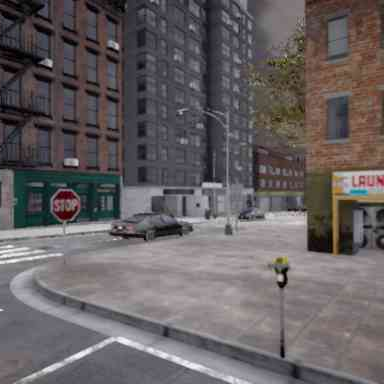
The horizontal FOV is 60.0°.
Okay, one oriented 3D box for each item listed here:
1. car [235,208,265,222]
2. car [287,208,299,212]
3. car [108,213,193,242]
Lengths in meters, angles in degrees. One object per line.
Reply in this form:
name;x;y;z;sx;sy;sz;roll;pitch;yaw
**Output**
car;6.219;2.393;35.416;1.994;1.385;4.181;0;-2;35
car;15.429;2.468;48.558;1.895;1.301;4.718;0;-2;35
car;-2.104;1.872;18.409;2.033;1.411;5.357;0;-2;35
